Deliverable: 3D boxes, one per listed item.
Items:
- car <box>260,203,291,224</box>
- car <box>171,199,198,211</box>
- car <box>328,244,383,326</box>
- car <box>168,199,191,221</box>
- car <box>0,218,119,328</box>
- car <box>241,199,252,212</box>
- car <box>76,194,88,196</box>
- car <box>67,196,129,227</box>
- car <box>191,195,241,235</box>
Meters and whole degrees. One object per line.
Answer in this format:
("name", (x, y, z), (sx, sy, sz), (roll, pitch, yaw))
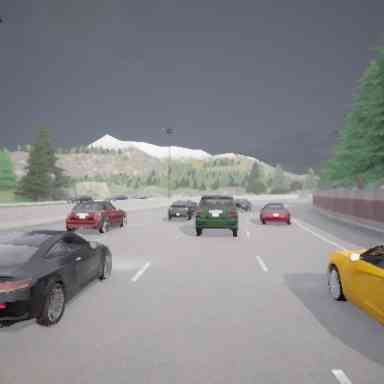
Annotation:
("car", (6.045, 1.516, 24.356), (1.994, 1.385, 4.181), (0, 0, 11))
("car", (-0.847, 1.521, 40.368), (1.895, 1.301, 4.718), (0, 0, 17))
("car", (3.789, 1.467, 5.179), (1.882, 1.535, 5.008), (0, 0, 2))
("car", (-0.588, 1.439, 26.886), (2.128, 1.511, 4.902), (0, 0, 11))
("car", (-3.120, 1.512, 6.940), (1.812, 1.442, 4.674), (0, 0, 3))
("car", (5.670, 1.473, 37.831), (2.033, 1.411, 5.357), (0, 0, 17))
("car", (-18.397, 1.175, 54.747), (1.882, 1.535, 5.008), (0, 0, 20))
("car", (-5.414, 1.313, 19.400), (2.097, 1.767, 4.553), (0, 0, 8))
("car", (1.497, 1.185, 18.582), (2.150, 2.045, 5.566), (0, 0, 8))
